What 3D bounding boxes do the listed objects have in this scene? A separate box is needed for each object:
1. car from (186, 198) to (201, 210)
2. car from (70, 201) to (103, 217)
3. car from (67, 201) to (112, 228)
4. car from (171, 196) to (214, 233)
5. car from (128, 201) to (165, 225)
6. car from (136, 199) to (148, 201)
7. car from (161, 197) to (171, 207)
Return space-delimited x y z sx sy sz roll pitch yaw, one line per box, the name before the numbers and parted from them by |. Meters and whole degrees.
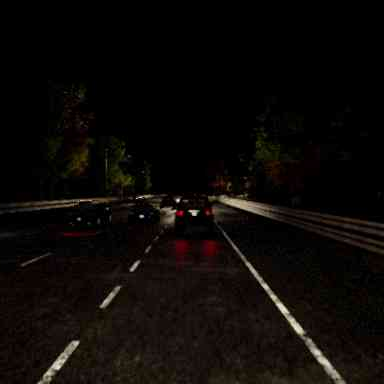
car | 0.188 1.620 46.064 2.033 1.411 5.357 0 0 0
car | -10.342 1.612 32.907 1.994 1.385 4.181 0 0 0
car | -6.865 1.510 22.713 1.882 1.535 5.008 0 0 0
car | 0.129 1.251 20.033 2.150 2.045 5.566 0 0 0
car | -3.361 1.599 24.272 1.994 1.385 4.181 0 0 0
car | -6.813 1.617 45.476 2.033 1.411 5.357 0 0 0
car | -3.309 1.424 47.303 2.097 1.767 4.553 0 0 0
